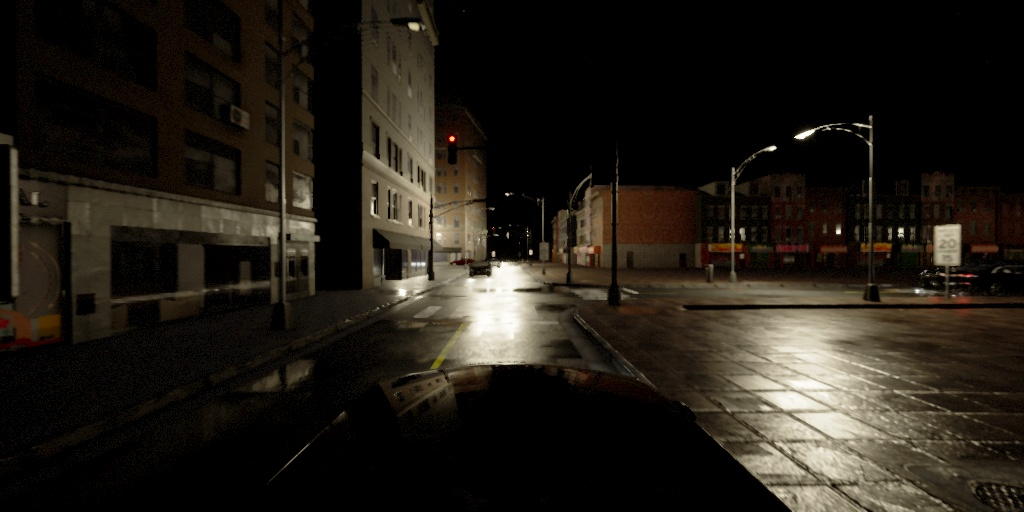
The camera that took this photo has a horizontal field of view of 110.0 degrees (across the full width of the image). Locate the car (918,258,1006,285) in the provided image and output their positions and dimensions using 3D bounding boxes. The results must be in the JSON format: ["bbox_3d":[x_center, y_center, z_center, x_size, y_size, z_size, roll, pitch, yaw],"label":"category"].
[{"bbox_3d":[25.766,0.943,20.019,4.553,1.767,2.097,0,0,0],"label":"car"}]

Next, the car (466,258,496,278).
[{"bbox_3d":[-2.836,1.137,33.248,1.882,1.535,5.008,0,0,0],"label":"car"}]

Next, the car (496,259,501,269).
[{"bbox_3d":[-2.771,1.132,54.049,1.812,1.442,4.674,0,0,0],"label":"car"}]

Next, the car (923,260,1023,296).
[{"bbox_3d":[23.355,1.109,17.080,4.902,1.511,2.128,0,0,0],"label":"car"}]
